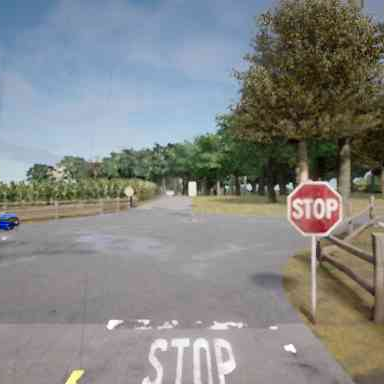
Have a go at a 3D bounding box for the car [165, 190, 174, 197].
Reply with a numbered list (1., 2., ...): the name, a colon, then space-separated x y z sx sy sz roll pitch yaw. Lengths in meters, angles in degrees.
1. car: -5.008 0.344 75.793 1.812 1.442 4.674 0 0 0

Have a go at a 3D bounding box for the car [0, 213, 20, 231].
1. car: -12.386 1.525 18.739 5.008 1.535 1.882 -2 -1 0
